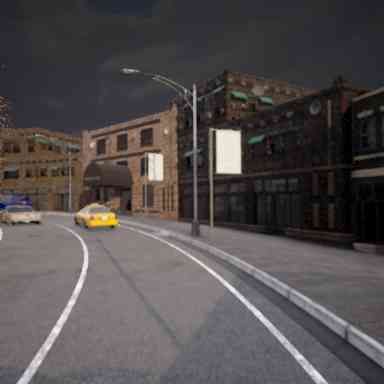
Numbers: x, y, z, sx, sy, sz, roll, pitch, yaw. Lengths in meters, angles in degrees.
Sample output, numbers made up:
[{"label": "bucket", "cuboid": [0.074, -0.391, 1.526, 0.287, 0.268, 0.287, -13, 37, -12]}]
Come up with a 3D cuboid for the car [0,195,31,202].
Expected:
[{"label": "car", "cuboid": [-19.341, 1.294, 35.448, 5.566, 2.045, 2.150, 0, -1, 35]}]

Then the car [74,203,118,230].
[{"label": "car", "cuboid": [-6.337, 1.507, 21.478, 1.801, 1.575, 5.366, 0, 0, -30]}]

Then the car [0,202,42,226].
[{"label": "car", "cuboid": [-12.230, 1.643, 23.736, 1.895, 1.301, 4.718, 0, 0, -38]}]
